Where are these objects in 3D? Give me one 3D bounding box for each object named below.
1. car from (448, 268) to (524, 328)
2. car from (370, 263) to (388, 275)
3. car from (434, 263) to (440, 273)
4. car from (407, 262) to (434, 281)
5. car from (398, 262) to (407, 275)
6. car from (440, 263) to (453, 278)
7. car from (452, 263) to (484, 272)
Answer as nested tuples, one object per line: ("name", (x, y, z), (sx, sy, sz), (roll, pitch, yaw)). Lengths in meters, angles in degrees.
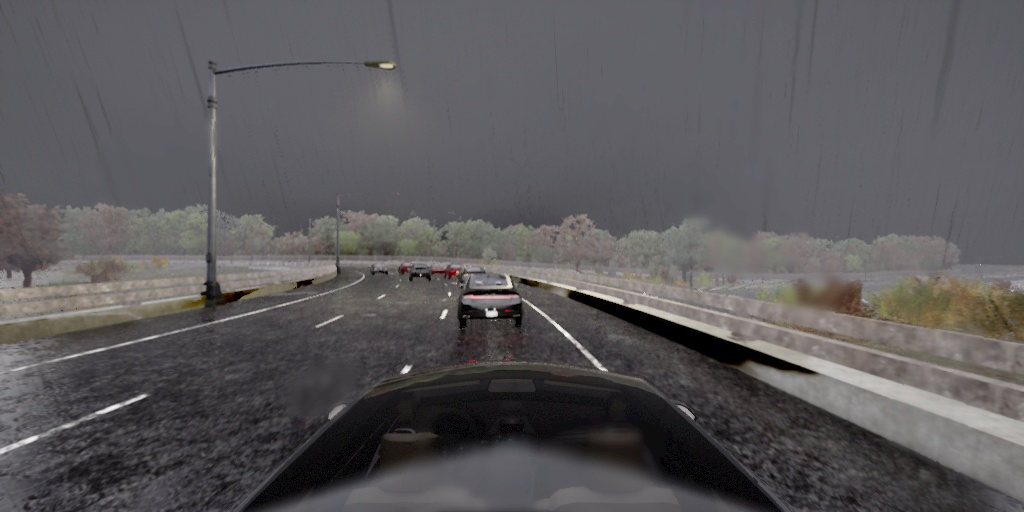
("car", (-0.757, 1.310, 11.744), (2.128, 1.511, 4.902), (0, 0, -5))
("car", (-16.790, 1.614, 45.201), (2.033, 1.411, 5.357), (0, 0, -26))
("car", (-9.872, 1.631, 46.548), (1.994, 1.385, 4.181), (0, 0, -24))
("car", (-8.547, 1.475, 33.194), (1.837, 1.490, 4.892), (0, -2, -17))
("car", (-13.468, 1.546, 46.090), (1.882, 1.535, 5.008), (0, 0, -24))
("car", (-5.570, 1.463, 35.341), (1.882, 1.535, 5.008), (0, -1, -18))
("car", (-2.680, 1.398, 24.221), (2.128, 1.511, 4.902), (0, 0, -12))
